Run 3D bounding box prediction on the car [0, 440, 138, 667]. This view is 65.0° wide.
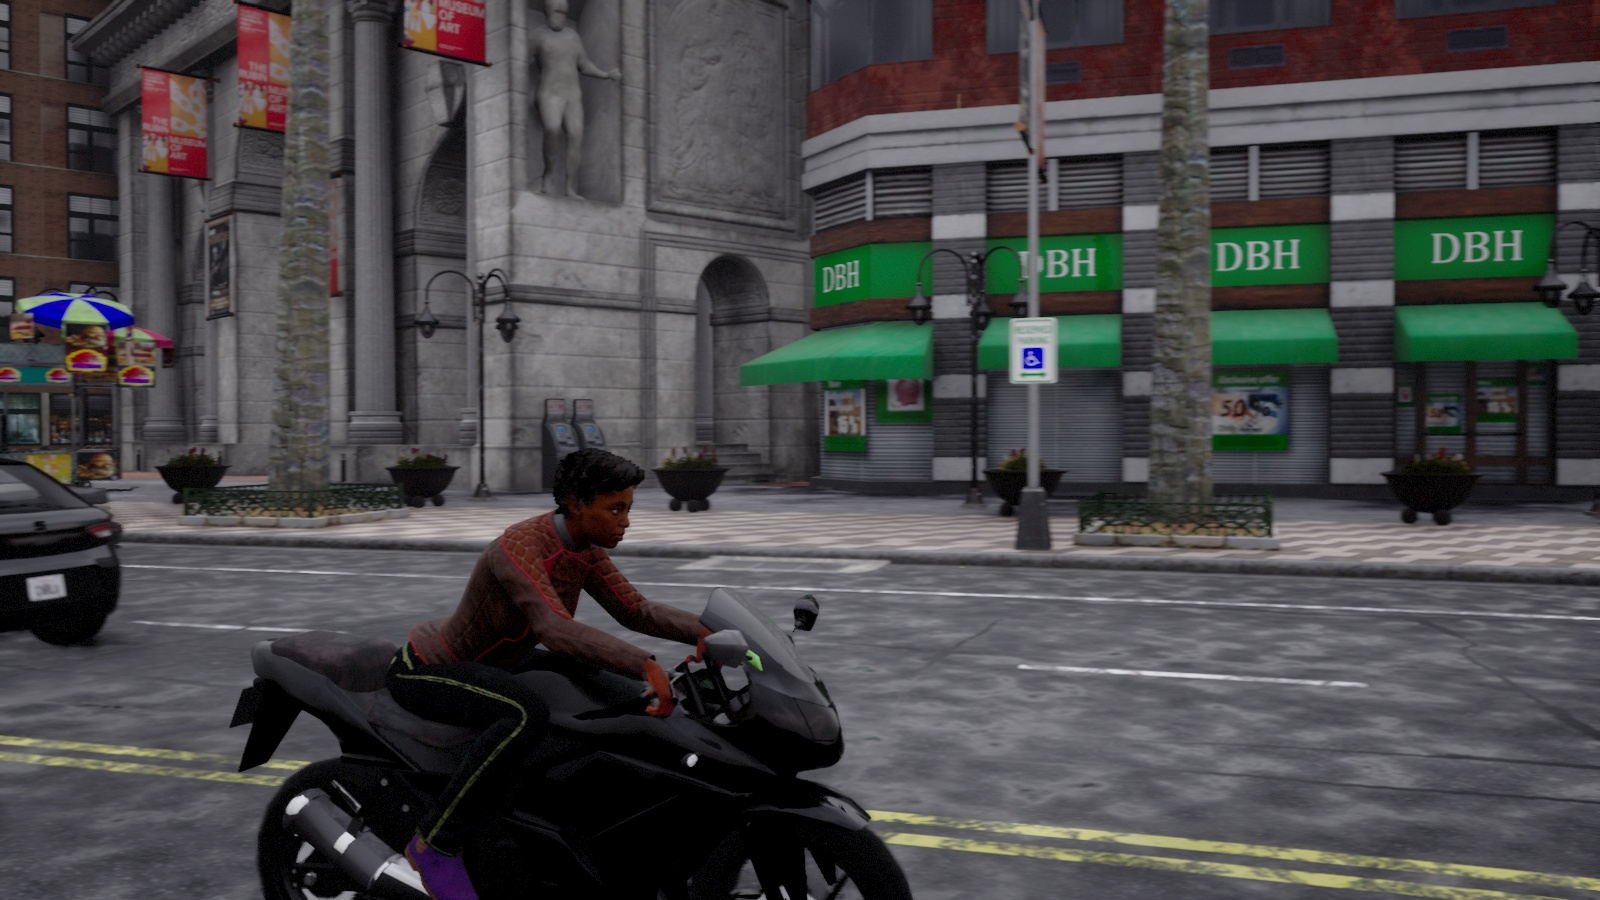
[{"bbox_3d":[-7.173,0.665,9.025,4.193,1.474,1.816,0,1,17],"label":"car"}]

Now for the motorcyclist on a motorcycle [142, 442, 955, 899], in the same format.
[{"bbox_3d":[-0.667,0.749,3.433,2.044,1.523,0.797,0,1,18],"label":"motorcyclist on a motorcycle"}]

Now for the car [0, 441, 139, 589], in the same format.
[{"bbox_3d":[-10.132,0.613,13.582,5.357,1.411,2.033,0,1,16],"label":"car"}]
